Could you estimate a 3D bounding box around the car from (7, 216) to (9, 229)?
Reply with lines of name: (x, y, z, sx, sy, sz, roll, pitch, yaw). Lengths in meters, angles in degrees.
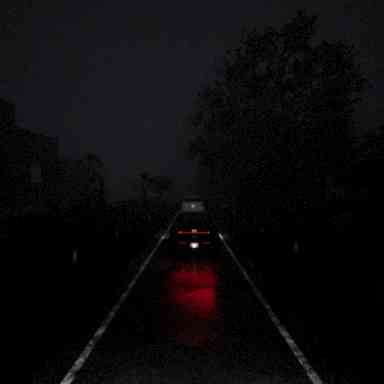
car: (-8.986, 1.095, 10.979, 2.435, 2.045, 5.566, 0, 0, 2)

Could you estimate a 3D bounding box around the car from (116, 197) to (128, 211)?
car: (-9.031, 1.461, 37.410, 1.946, 1.575, 5.366, 0, 0, 2)

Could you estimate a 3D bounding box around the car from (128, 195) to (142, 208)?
car: (-9.038, 1.496, 47.663, 2.097, 1.535, 5.008, 0, 0, 2)

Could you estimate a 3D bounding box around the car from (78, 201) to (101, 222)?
car: (-9.006, 1.440, 25.473, 2.231, 1.521, 4.892, 0, 0, 2)

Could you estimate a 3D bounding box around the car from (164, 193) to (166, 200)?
car: (-9.100, 1.695, 92.007, 2.163, 1.488, 4.792, 0, -1, -2)

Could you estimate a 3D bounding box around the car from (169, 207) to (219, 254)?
car: (0.088, 1.589, 13.888, 1.837, 1.490, 4.892, 0, 0, 0)

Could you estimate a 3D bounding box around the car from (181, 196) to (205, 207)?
car: (0.090, 1.361, 32.951, 2.150, 2.045, 5.566, 0, 0, 0)

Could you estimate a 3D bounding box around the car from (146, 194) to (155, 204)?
car: (-9.059, 1.320, 63.096, 2.435, 2.045, 5.566, 0, 0, 1)

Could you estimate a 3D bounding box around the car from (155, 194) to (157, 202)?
car: (-9.070, 1.627, 69.840, 2.002, 1.452, 4.674, 0, 0, 0)

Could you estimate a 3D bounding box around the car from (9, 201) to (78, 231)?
car: (-8.998, 1.402, 19.931, 2.097, 1.535, 5.008, 0, 0, 2)

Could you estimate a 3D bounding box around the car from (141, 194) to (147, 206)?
car: (-9.046, 1.503, 53.211, 2.097, 1.535, 5.008, 0, 0, 2)

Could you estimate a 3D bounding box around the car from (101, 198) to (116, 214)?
car: (-9.014, 1.457, 31.029, 2.097, 1.535, 5.008, 0, -1, 2)

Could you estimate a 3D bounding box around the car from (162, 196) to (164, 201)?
car: (-9.093, 1.640, 86.496, 2.231, 1.521, 4.892, 0, -1, -2)

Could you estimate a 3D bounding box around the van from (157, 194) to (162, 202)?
van: (-9.090, 1.411, 80.812, 1.878, 1.987, 4.442, 0, 0, 2)
